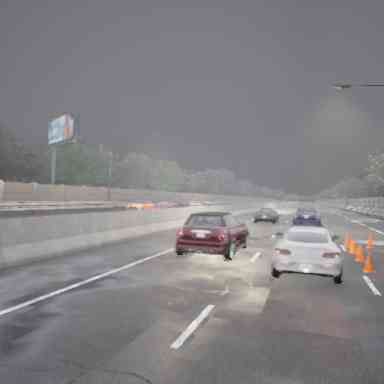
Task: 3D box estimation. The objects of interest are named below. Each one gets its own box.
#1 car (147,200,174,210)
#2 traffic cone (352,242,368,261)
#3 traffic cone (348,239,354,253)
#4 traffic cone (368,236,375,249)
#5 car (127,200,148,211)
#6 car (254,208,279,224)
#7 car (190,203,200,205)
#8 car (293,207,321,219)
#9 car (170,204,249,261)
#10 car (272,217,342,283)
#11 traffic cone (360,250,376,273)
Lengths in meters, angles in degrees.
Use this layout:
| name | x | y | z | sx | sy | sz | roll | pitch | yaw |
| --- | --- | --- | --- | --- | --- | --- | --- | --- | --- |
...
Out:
| name | x | y | z | sx | sy | sz | roll | pitch | yaw |
| --- | --- | --- | --- | --- | --- | --- | --- | --- | --- |
| car | -3.662 | 2.105 | 43.730 | 1.812 | 1.442 | 4.674 | 1 | -1 | 19 |
| traffic cone | 6.326 | 2.299 | 12.539 | 0.340 | 0.580 | 0.340 | 1 | -1 | 19 |
| traffic cone | 6.977 | 2.344 | 14.430 | 0.340 | 0.580 | 0.340 | 1 | -1 | 19 |
| traffic cone | 8.572 | 2.409 | 15.995 | 0.340 | 0.580 | 0.340 | 1 | -1 | 19 |
| car | -6.936 | 1.866 | 44.952 | 2.097 | 1.767 | 4.553 | 1 | -1 | 19 |
| car | 7.064 | 2.217 | 31.297 | 1.994 | 1.385 | 4.181 | 1 | -1 | 19 |
| car | 0.492 | 2.235 | 45.043 | 1.812 | 1.442 | 4.674 | 1 | -1 | 19 |
| car | 9.460 | 2.006 | 27.490 | 2.097 | 1.767 | 4.553 | 1 | -1 | 19 |
| car | 0.999 | 1.576 | 13.653 | 2.097 | 1.767 | 4.553 | 1 | -1 | 19 |
| car | 3.636 | 1.772 | 10.569 | 1.812 | 1.442 | 4.674 | 1 | -1 | 19 |
| traffic cone | 5.676 | 2.255 | 10.649 | 0.340 | 0.580 | 0.340 | 1 | -1 | 19 |
